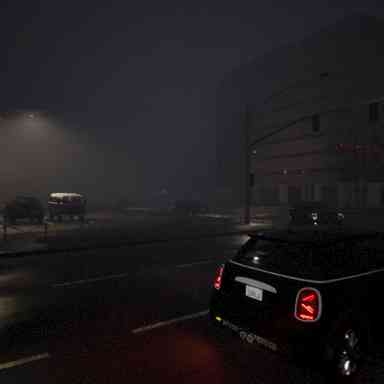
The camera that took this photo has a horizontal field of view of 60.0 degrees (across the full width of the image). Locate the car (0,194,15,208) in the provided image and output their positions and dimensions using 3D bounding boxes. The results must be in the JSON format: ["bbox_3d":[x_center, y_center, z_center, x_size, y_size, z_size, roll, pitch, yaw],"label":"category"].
[{"bbox_3d":[-31.779,1.209,56.421,1.932,1.855,4.605,0,0,-35],"label":"car"}]

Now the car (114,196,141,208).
[{"bbox_3d":[-9.844,1.656,49.658,1.895,1.301,4.718,0,0,-35],"label":"car"}]

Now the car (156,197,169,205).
[{"bbox_3d":[-5.472,1.581,61.948,1.812,1.442,4.674,0,0,-35],"label":"car"}]

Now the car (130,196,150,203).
[{"bbox_3d":[-10.986,1.601,69.677,2.033,1.411,5.357,0,0,-35],"label":"car"}]

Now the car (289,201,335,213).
[{"bbox_3d":[7.768,1.377,21.038,2.097,1.767,4.553,-1,0,-2],"label":"car"}]

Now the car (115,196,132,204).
[{"bbox_3d":[-14.023,1.619,67.943,1.994,1.385,4.181,0,0,-35],"label":"car"}]

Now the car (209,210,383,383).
[{"bbox_3d":[2.554,1.352,5.625,4.553,1.767,2.097,0,0,-35],"label":"car"}]

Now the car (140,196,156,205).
[{"bbox_3d":[-8.966,1.581,60.823,1.812,1.442,4.674,0,0,-36],"label":"car"}]

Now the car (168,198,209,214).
[{"bbox_3d":[-0.124,1.547,35.956,2.128,1.511,4.902,0,0,-35],"label":"car"}]
